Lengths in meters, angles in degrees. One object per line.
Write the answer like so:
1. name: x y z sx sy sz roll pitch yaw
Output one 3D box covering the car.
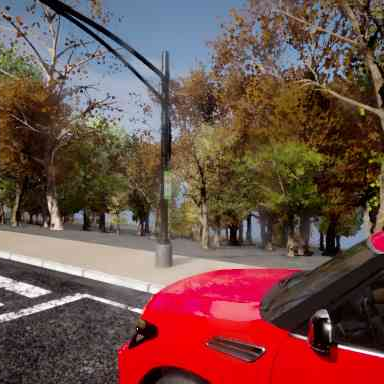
1. car: 2.005 1.222 2.283 5.566 2.045 2.150 0 0 34
